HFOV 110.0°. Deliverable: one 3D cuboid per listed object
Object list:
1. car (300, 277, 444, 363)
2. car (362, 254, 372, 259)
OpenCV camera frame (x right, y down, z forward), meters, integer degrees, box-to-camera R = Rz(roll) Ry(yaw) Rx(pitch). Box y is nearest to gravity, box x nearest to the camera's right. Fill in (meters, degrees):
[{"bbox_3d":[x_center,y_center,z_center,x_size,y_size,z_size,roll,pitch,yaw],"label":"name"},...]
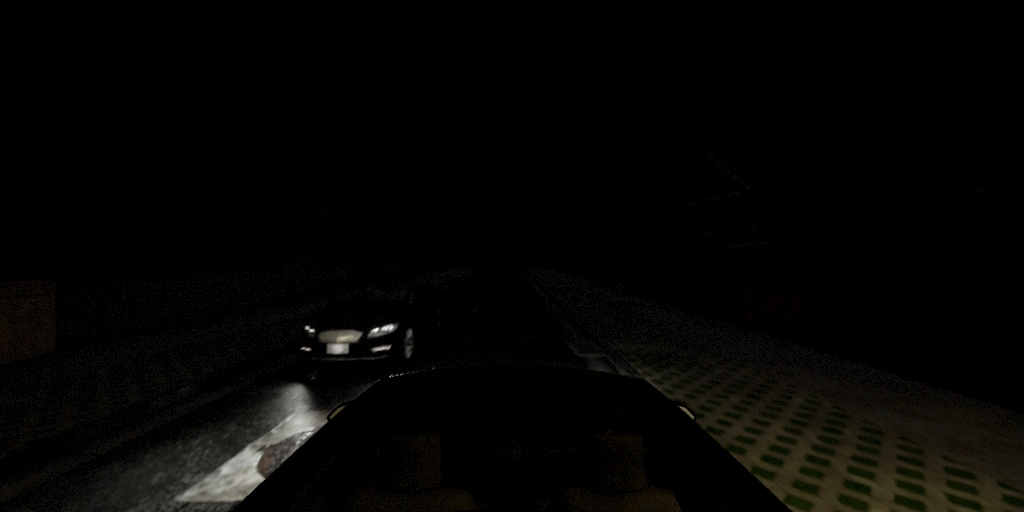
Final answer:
[{"bbox_3d":[-2.852,1.257,8.312,2.128,1.511,4.902,0,0,0],"label":"car"},{"bbox_3d":[-23.393,0.778,56.022,5.566,2.045,2.150,3,1,0],"label":"car"}]
